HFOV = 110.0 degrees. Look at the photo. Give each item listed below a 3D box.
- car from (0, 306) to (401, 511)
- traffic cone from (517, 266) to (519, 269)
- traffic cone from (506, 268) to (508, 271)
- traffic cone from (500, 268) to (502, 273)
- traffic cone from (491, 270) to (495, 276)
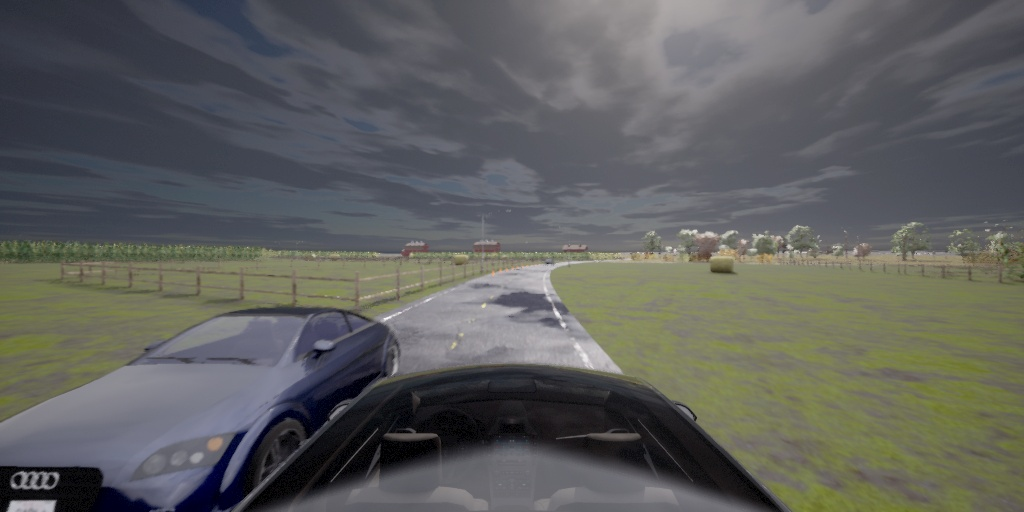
[{"bbox_3d":[-2.786,1.311,4.084,1.994,1.385,4.181,0,0,1],"label":"car"},{"bbox_3d":[0.911,1.720,56.676,0.340,0.580,0.340,0,0,10],"label":"traffic cone"},{"bbox_3d":[-0.660,1.708,46.723,0.340,0.580,0.340,0,0,8],"label":"traffic cone"},{"bbox_3d":[-1.329,1.704,41.728,0.340,0.580,0.340,0,0,7],"label":"traffic cone"},{"bbox_3d":[-1.920,1.700,36.724,0.340,0.580,0.340,0,0,6],"label":"traffic cone"}]
